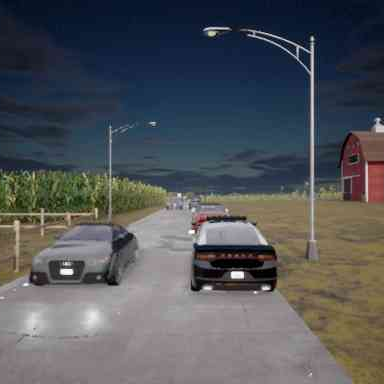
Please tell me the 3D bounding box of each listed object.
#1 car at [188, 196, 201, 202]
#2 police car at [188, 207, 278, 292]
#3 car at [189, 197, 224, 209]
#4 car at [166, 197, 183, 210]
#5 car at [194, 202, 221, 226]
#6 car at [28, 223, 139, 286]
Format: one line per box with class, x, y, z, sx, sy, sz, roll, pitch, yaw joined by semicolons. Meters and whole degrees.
car;0.535;1.633;46.475;2.128;1.511;4.902;0;-1;1
police car;0.926;1.437;9.142;1.930;1.638;5.238;0;0;1
car;1.037;1.381;19.004;2.097;1.767;4.553;0;0;1
car;-2.253;1.471;43.890;2.097;1.767;4.553;0;-1;1
car;1.106;1.546;25.035;1.837;1.490;4.892;0;0;1
car;-2.746;1.576;9.327;1.994;1.385;4.181;0;0;1
